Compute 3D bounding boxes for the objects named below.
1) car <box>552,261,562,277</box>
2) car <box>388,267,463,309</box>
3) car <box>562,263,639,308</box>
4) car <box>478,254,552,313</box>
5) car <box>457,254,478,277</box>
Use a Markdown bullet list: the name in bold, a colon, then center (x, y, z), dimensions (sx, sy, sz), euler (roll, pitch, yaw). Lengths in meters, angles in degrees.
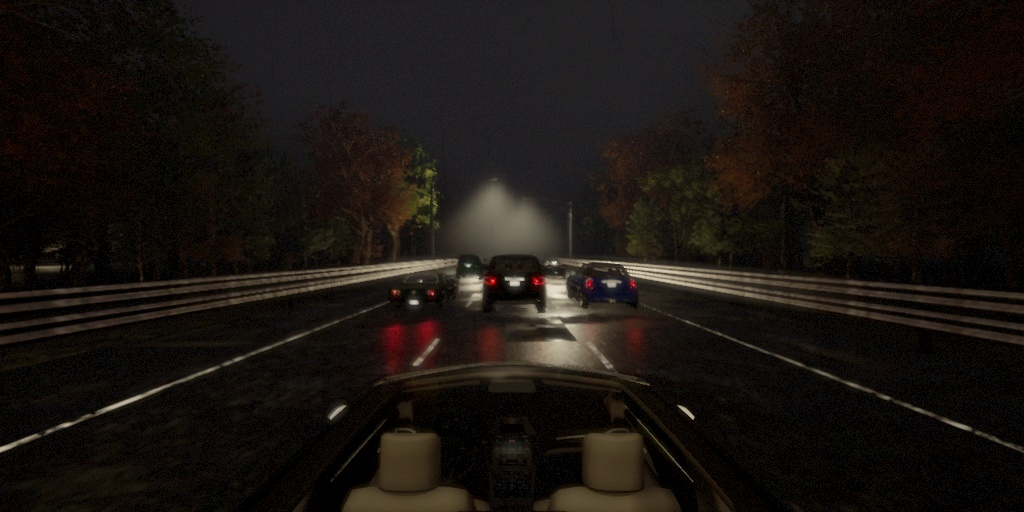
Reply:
- **car**: center (3.599, 1.154, 31.545), dimensions (2.128, 1.511, 4.902), euler (0, 0, 0)
- **car**: center (-3.402, 1.315, 14.723), dimensions (1.895, 1.301, 4.718), euler (0, 0, 0)
- **car**: center (3.596, 1.066, 15.013), dimensions (2.097, 1.767, 4.553), euler (0, 0, 0)
- **car**: center (0.097, 0.941, 13.992), dimensions (2.150, 2.045, 5.566), euler (0, 1, 0)
- **car**: center (-3.400, 0.887, 30.705), dimensions (2.150, 2.045, 5.566), euler (0, 0, 0)
